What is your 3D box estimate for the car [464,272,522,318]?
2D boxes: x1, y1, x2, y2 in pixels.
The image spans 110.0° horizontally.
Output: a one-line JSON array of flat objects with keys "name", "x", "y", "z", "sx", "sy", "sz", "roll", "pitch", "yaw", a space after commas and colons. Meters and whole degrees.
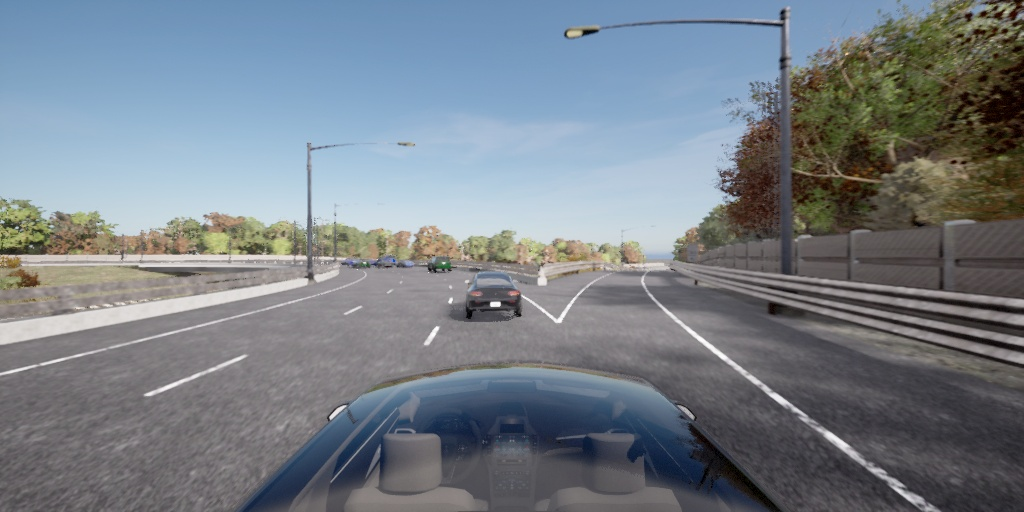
[{"name": "car", "x": -0.733, "y": 1.289, "z": 13.016, "sx": 1.812, "sy": 1.442, "sz": 4.674, "roll": 0, "pitch": 0, "yaw": -6}]

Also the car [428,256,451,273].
[{"name": "car", "x": -9.359, "y": 1.030, "z": 46.069, "sx": 2.150, "sy": 2.045, "sz": 5.566, "roll": 0, "pitch": 0, "yaw": -23}]
